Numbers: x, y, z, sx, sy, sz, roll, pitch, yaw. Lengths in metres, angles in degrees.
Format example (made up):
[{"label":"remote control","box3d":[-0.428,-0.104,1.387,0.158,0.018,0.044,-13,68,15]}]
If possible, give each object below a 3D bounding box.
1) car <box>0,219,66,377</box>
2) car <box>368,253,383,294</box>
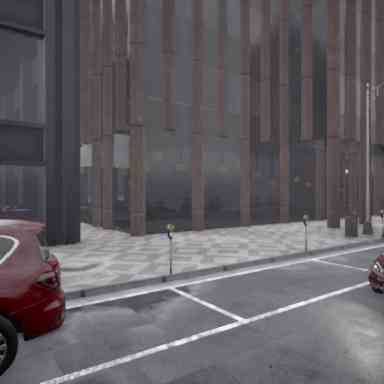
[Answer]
[{"label":"car","box3d":[-4.059,1.316,3.753,5.009,1.841,2.192,0,0,-36]},{"label":"car","box3d":[5.934,1.520,7.613,4.674,1.442,1.812,0,0,-35]}]
